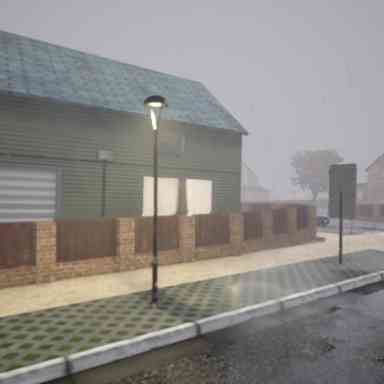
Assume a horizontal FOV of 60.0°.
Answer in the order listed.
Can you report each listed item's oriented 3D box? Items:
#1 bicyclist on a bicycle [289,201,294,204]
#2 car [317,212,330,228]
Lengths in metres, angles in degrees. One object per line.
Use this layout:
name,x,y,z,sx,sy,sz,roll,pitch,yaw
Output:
bicyclist on a bicycle,9.266,1.640,30.960,1.656,1.620,0.582,2,-1,-34
car,7.222,1.614,23.437,1.882,1.535,5.008,2,-1,-33
